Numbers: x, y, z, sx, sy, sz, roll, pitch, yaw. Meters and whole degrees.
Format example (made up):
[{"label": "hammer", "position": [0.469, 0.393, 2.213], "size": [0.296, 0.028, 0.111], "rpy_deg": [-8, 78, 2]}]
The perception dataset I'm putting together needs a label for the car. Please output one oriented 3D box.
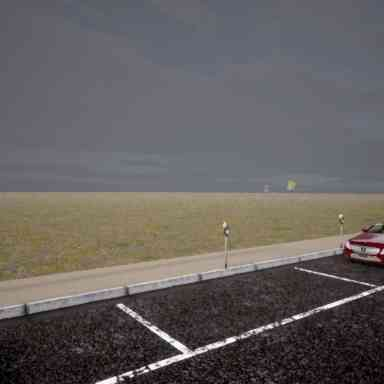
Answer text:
[{"label": "car", "position": [6.637, 1.584, 10.792], "size": [4.206, 1.307, 1.802], "rpy_deg": [0, 1, -35]}]
